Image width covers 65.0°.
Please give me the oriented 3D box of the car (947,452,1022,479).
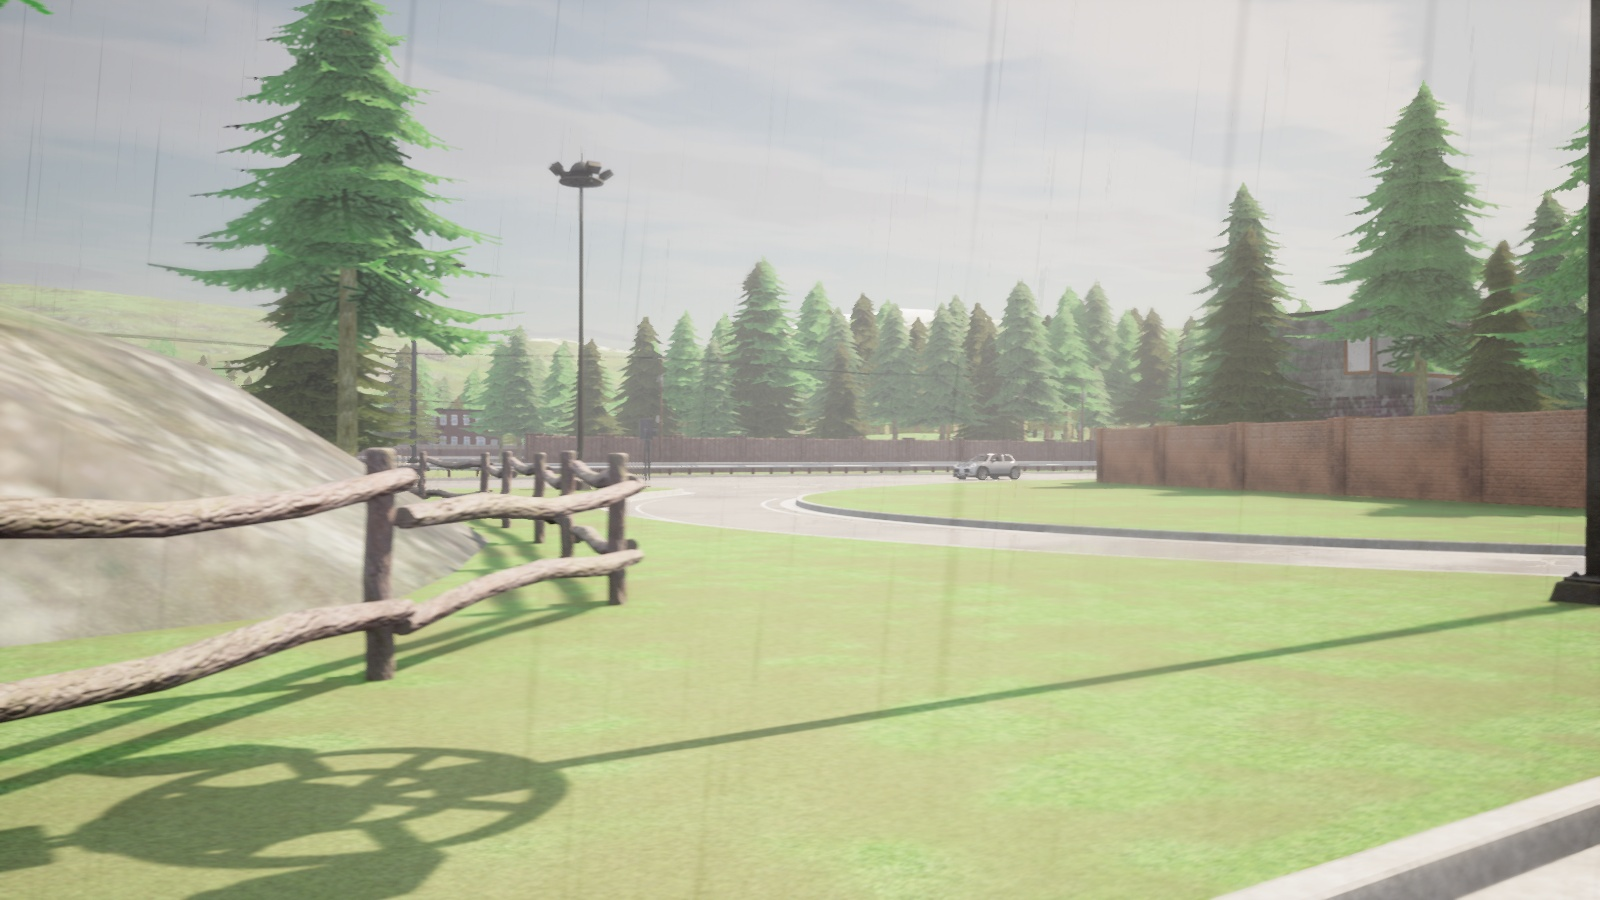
[{"bbox_3d":[10.306,0.860,70.188,3.806,1.475,1.970,0,0,-35],"label":"car"}]
